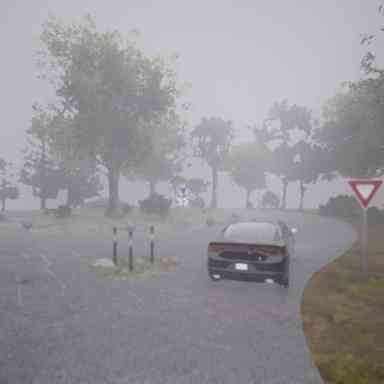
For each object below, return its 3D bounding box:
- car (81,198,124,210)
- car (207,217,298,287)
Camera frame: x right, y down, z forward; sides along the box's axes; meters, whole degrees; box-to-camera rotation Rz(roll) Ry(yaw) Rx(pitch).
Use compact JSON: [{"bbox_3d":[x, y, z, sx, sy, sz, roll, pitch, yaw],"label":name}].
[{"bbox_3d":[-11.128,1.433,41.774,5.357,1.411,2.033,0,0,-23],"label":"car"},{"bbox_3d":[1.902,1.453,9.491,1.882,1.535,5.008,0,0,20],"label":"car"}]
